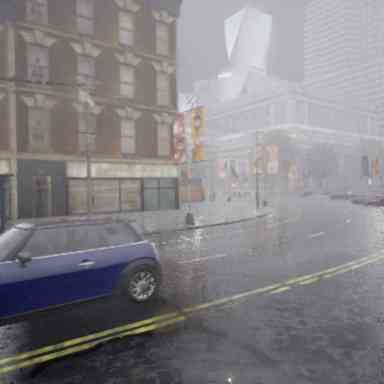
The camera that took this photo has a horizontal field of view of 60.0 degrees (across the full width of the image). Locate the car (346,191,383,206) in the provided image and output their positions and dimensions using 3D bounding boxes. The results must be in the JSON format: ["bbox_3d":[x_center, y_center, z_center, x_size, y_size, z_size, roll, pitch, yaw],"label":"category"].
[{"bbox_3d":[19.392,0.843,37.115,1.994,1.385,4.181,-1,1,3],"label":"car"}]

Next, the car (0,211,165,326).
[{"bbox_3d":[-2.866,1.329,6.308,4.553,1.767,2.097,-1,1,-36],"label":"car"}]

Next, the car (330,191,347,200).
[{"bbox_3d":[24.161,0.547,52.986,2.002,1.452,4.674,-1,1,-16],"label":"car"}]
